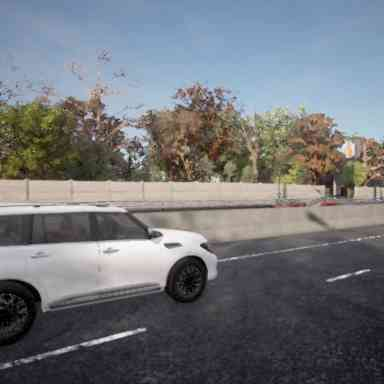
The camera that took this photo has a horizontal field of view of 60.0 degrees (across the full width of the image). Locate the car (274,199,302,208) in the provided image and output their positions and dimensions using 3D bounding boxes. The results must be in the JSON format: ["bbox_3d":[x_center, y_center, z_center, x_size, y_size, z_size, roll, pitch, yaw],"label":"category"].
[{"bbox_3d":[12.615,1.655,43.055,4.181,1.385,1.994,0,0,-35],"label":"car"}]

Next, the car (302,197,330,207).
[{"bbox_3d":[16.233,1.448,41.334,4.553,1.767,2.097,0,0,-35],"label":"car"}]

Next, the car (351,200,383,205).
[{"bbox_3d":[19.165,1.597,34.834,4.892,1.490,1.837,0,0,-35],"label":"car"}]

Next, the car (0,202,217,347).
[{"bbox_3d":[-2.093,1.226,6.554,5.566,2.045,2.150,0,0,-35],"label":"car"}]

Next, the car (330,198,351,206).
[{"bbox_3d":[18.368,1.660,38.560,4.181,1.385,1.994,0,0,-35],"label":"car"}]
